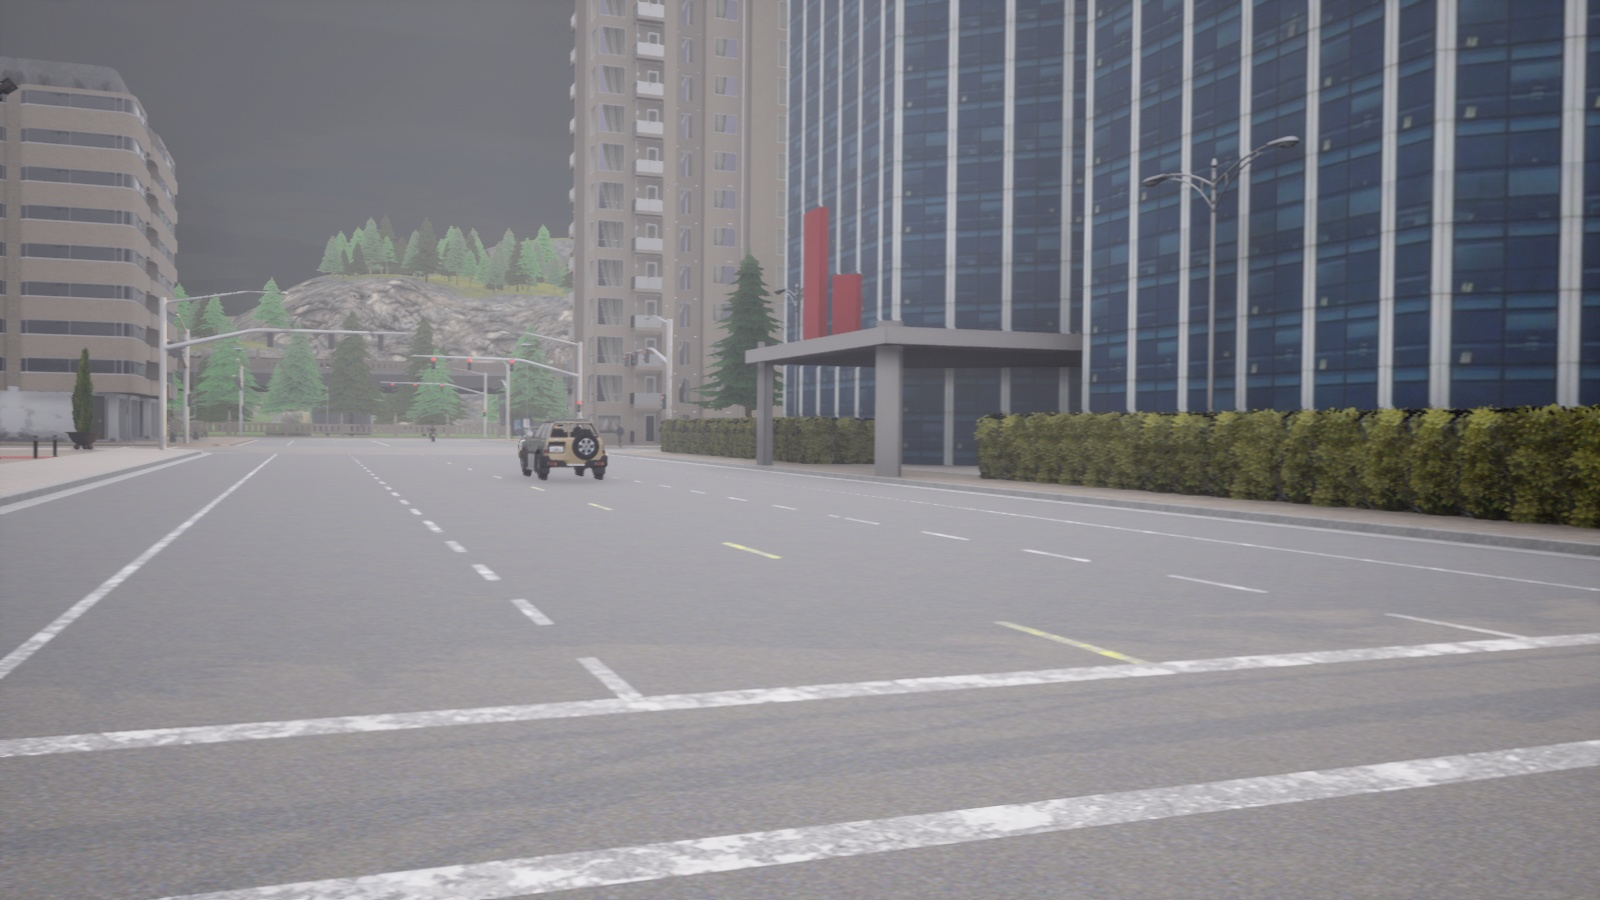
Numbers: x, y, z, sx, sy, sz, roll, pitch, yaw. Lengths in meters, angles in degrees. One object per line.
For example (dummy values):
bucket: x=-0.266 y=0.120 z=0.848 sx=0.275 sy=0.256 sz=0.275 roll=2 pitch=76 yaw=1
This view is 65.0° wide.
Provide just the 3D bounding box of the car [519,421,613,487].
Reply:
car: x=-7.105 y=0.076 z=37.820 sx=1.932 sy=1.855 sz=4.605 roll=-1 pitch=1 yaw=-21
